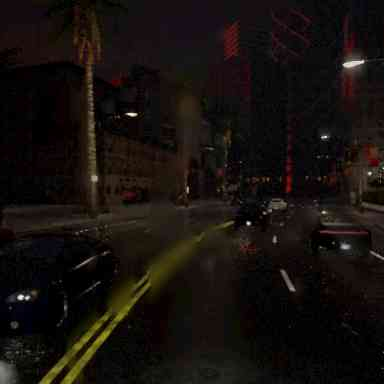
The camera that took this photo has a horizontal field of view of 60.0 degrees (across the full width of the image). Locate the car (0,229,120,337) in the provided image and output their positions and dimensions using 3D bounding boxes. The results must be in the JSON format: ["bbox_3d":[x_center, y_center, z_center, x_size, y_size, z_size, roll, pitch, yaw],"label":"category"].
[{"bbox_3d":[-2.960,1.545,6.706,1.994,1.385,4.181,0,0,7],"label":"car"}]

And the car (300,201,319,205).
[{"bbox_3d":[11.490,1.530,32.242,2.033,1.411,5.357,0,0,20],"label":"car"}]

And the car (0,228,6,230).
[{"bbox_3d":[-6.367,1.448,7.774,1.882,1.535,5.008,0,0,7],"label":"car"}]

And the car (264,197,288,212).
[{"bbox_3d":[9.650,1.496,37.475,1.812,1.442,4.674,0,0,20],"label":"car"}]

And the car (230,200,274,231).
[{"bbox_3d":[3.854,1.483,20.719,1.837,1.490,4.892,0,0,17],"label":"car"}]

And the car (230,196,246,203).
[{"bbox_3d":[7.275,1.470,51.901,1.837,1.490,4.892,0,0,20],"label":"car"}]

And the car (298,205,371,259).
[{"bbox_3d":[5.264,1.487,12.725,2.128,1.511,4.902,0,0,11],"label":"car"}]

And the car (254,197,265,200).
[{"bbox_3d":[10.569,1.481,50.719,1.837,1.490,4.892,0,0,20],"label":"car"}]
